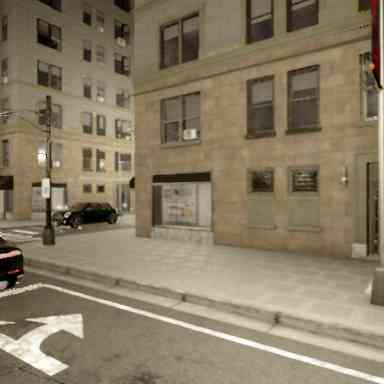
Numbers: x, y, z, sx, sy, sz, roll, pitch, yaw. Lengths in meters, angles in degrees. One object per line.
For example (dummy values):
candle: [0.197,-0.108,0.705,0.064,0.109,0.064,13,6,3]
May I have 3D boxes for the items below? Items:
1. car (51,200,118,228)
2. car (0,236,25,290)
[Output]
car: [-7.382,1.441,22.931,2.097,1.767,4.553,0,0,36]
car: [-5.900,1.512,7.876,4.902,1.511,2.128,0,0,35]
